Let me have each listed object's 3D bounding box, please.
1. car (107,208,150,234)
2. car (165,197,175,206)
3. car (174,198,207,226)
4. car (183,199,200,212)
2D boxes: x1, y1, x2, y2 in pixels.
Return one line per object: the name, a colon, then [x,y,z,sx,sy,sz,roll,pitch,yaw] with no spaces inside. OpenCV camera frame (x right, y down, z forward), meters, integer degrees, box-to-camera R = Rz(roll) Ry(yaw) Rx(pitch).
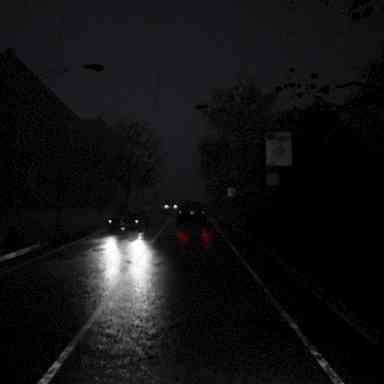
car: [-3.691,1.662,20.002,1.895,1.301,4.718,0,0,0]
car: [-3.829,1.657,60.525,1.882,1.535,5.008,0,0,0]
car: [-0.013,1.424,24.387,2.097,1.767,4.553,0,0,0]
car: [-0.100,1.673,42.710,2.033,1.411,5.357,0,0,0]
